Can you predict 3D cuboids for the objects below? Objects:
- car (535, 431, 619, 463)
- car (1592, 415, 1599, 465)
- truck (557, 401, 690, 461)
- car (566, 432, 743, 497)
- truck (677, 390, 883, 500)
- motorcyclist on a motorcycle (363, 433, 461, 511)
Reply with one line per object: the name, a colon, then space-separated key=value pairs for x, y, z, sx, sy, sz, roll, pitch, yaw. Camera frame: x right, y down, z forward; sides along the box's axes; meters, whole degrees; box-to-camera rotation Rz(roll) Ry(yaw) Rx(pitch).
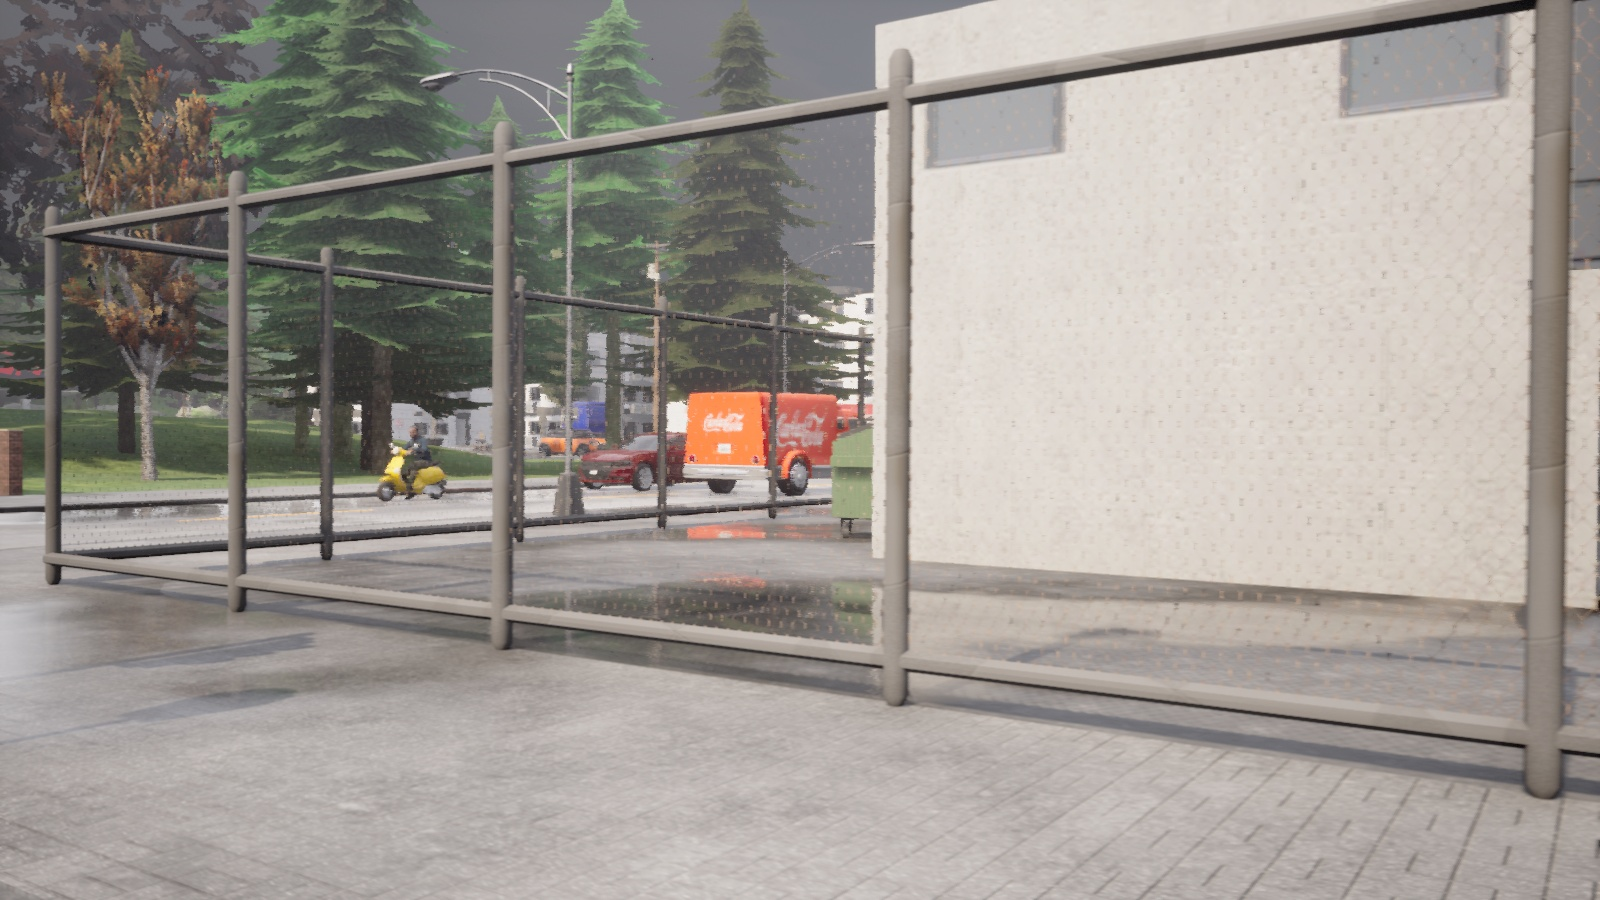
car: x=-12.828 y=-0.183 z=72.142 sx=4.553 sy=1.767 sz=2.097 roll=0 pitch=1 yaw=34
car: x=32.073 y=-0.409 z=47.198 sx=3.866 sy=1.878 sz=1.905 roll=0 pitch=1 yaw=34
truck: x=-10.671 y=-1.089 z=75.493 sx=7.936 sy=3.462 sz=2.891 roll=0 pitch=1 yaw=34
car: x=-3.758 y=0.328 z=33.358 sx=1.882 sy=1.535 sz=5.008 roll=0 pitch=1 yaw=34
truck: x=-0.375 y=-0.147 z=31.222 sx=2.627 sy=2.467 sz=5.204 roll=0 pitch=1 yaw=33
motorcyclist on a motorcycle: x=-8.216 y=0.436 z=26.657 sx=0.866 sy=1.590 sz=1.817 roll=0 pitch=1 yaw=33
